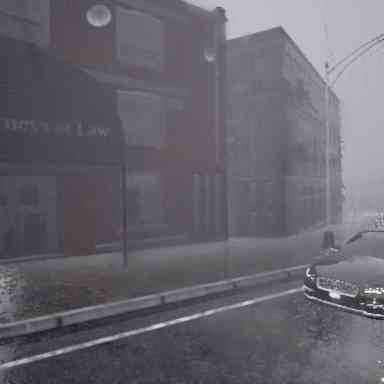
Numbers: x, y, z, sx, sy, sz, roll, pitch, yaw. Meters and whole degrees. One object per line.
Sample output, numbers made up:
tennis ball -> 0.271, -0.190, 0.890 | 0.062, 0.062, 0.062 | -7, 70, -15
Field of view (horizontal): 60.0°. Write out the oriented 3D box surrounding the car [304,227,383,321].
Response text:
car -> 4.409, 1.562, 7.217 | 4.892, 1.490, 1.837 | 1, 0, -37
